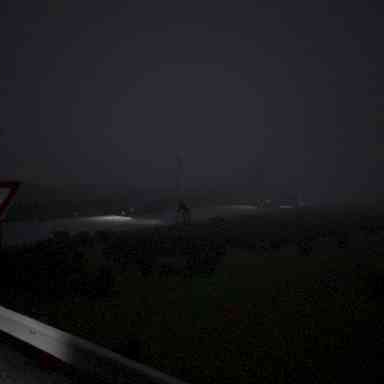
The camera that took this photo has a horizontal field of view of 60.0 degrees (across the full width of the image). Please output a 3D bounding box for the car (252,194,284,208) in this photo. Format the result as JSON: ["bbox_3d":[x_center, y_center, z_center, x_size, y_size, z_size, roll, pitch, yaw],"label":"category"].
[{"bbox_3d":[9.992,1.327,43.652,1.812,1.442,4.674,2,1,34],"label":"car"}]

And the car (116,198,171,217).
[{"bbox_3d":[-3.979,1.266,28.450,2.033,1.411,5.357,2,1,33],"label":"car"}]

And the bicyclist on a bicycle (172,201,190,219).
[{"bbox_3d":[-0.616,1.397,21.454,1.656,1.620,0.582,2,1,33],"label":"bicyclist on a bicycle"}]

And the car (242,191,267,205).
[{"bbox_3d":[9.272,0.915,48.471,2.150,2.045,5.566,2,1,33],"label":"car"}]

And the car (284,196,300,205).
[{"bbox_3d":[15.336,1.333,51.890,2.033,1.411,5.357,2,1,33],"label":"car"}]
